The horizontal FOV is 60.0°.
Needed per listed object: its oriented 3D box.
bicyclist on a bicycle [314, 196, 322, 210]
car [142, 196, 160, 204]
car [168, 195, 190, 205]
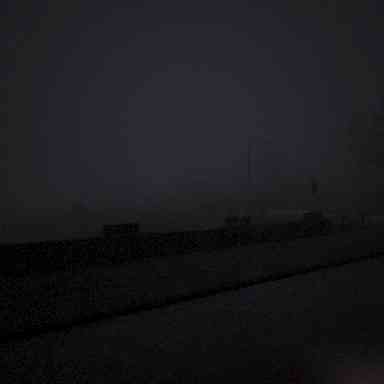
[{"bbox_3d":[15.178,1.349,40.088,1.656,1.620,0.582,0,0,-35],"label":"bicyclist on a bicycle"},{"bbox_3d":[-8.183,1.478,65.443,1.882,1.535,5.008,0,0,-35],"label":"car"},{"bbox_3d":[-2.311,1.352,57.291,2.097,1.767,4.553,0,0,-35],"label":"car"}]
